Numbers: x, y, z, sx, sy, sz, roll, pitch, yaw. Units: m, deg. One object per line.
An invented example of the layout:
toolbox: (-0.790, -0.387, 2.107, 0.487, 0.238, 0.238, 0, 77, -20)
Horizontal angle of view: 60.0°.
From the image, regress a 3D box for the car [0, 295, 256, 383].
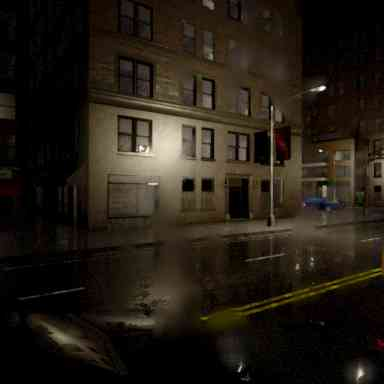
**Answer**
car: (-1.581, 1.526, 2.308, 4.674, 1.442, 1.812, 0, 0, -36)

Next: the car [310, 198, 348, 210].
car: (18.037, 1.569, 43.876, 1.947, 1.339, 4.313, 0, 0, -36)

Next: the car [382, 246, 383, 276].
car: (6.647, 1.476, 8.247, 5.008, 1.535, 1.882, 0, 0, -36)

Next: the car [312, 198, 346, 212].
car: (14.972, 1.462, 38.724, 1.882, 1.535, 5.008, 0, 0, -36)

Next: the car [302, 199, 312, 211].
car: (11.507, 1.414, 39.213, 1.967, 1.590, 4.097, 0, 0, -36)
